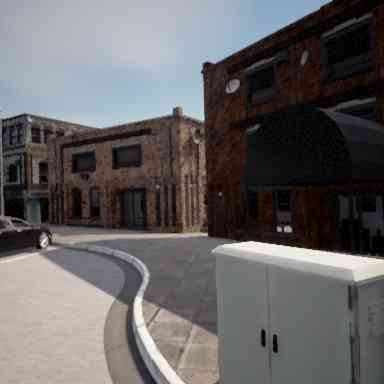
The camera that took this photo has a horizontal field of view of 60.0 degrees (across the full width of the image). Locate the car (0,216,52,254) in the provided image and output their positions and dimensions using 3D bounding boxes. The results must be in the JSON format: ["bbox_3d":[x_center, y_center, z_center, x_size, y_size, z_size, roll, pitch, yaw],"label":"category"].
[{"bbox_3d":[-7.524,1.699,12.994,2.231,1.521,4.892,-1,-1,13],"label":"car"}]
